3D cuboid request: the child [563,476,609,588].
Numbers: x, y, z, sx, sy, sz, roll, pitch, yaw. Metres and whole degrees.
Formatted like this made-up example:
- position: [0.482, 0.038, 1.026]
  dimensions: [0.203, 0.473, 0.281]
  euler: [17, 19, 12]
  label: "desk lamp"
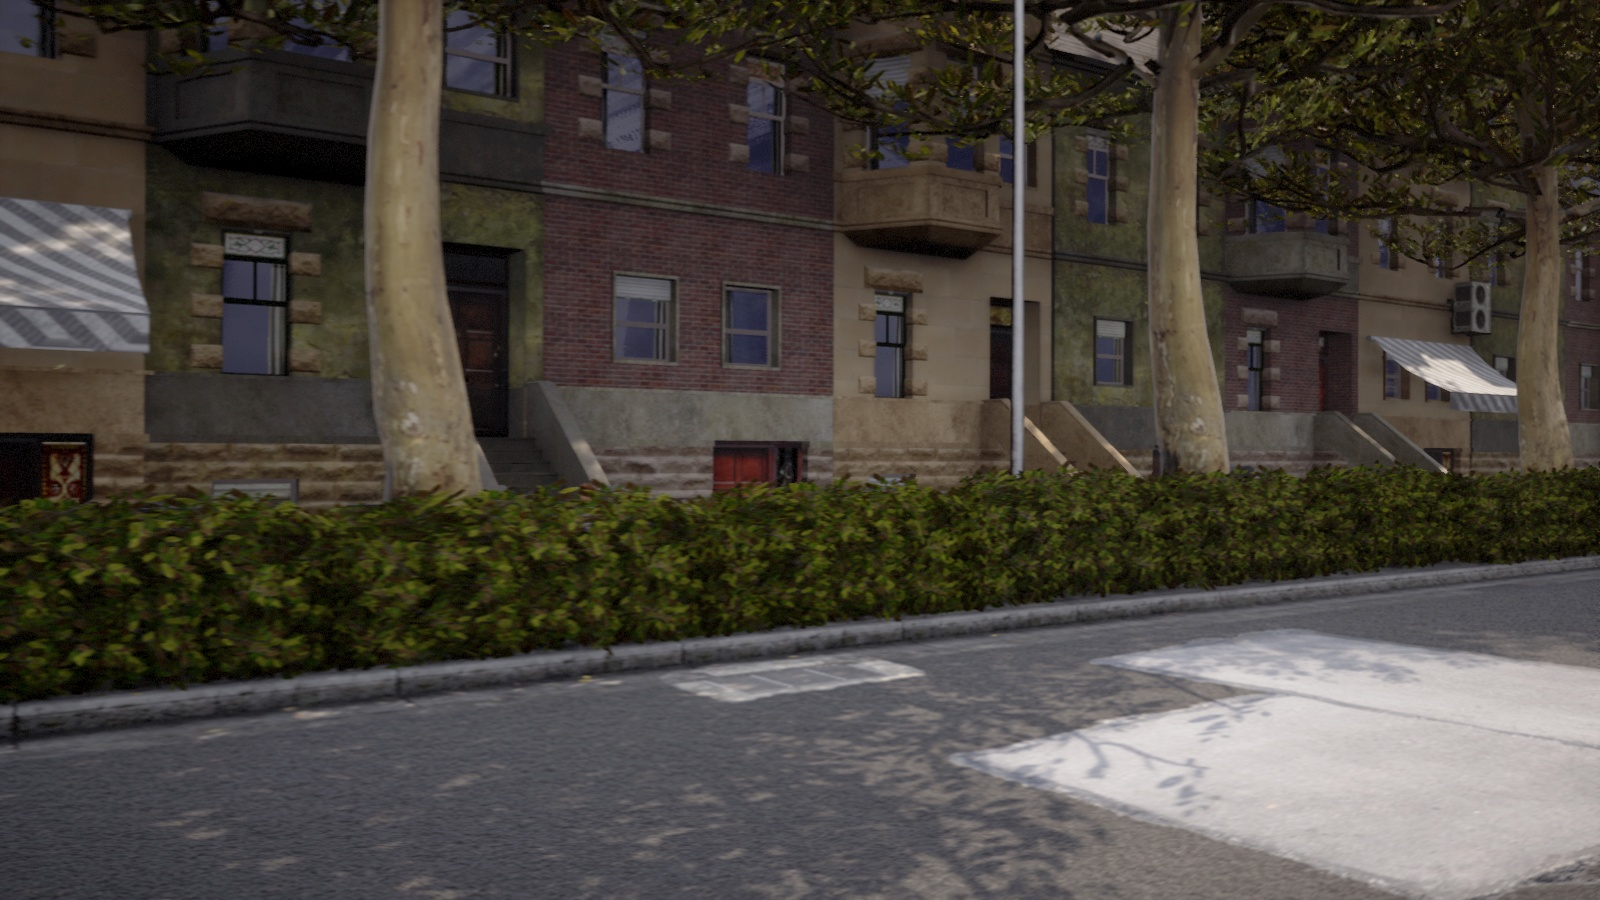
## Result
- position: [-2.172, 0.826, 12.744]
  dimensions: [0.394, 1.110, 0.255]
  euler: [0, 0, -32]
  label: "child"
